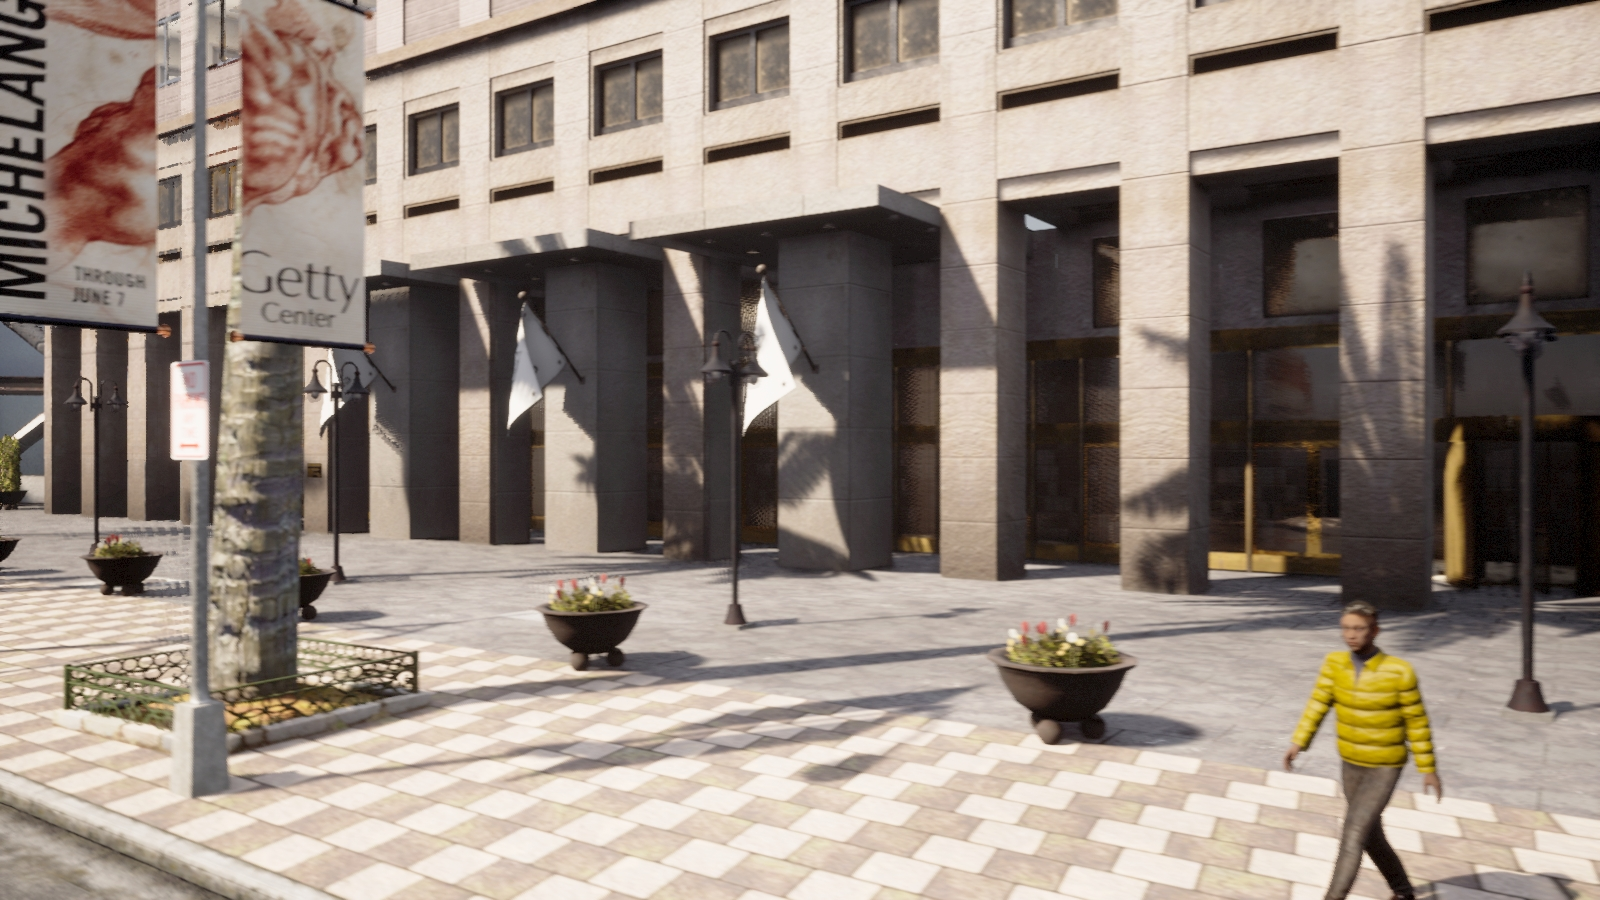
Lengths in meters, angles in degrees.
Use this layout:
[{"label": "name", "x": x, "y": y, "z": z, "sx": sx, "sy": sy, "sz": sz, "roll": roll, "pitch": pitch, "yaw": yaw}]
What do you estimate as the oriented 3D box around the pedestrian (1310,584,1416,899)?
[{"label": "pedestrian", "x": 3.091, "y": 1.696, "z": 6.281, "sx": 0.375, "sy": 1.860, "sz": 0.375, "roll": 0, "pitch": 0, "yaw": -30}]
